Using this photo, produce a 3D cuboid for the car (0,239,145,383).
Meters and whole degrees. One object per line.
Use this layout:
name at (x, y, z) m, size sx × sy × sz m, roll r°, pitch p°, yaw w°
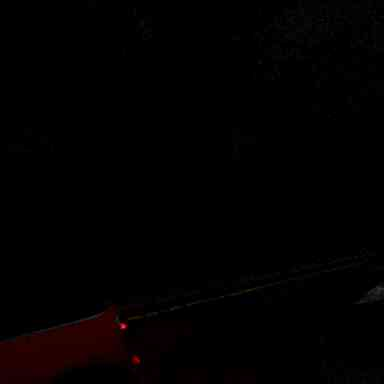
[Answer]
car at (-2.730, 1.353, 2.476) m, size 4.553 × 1.767 × 2.097 m, roll 0°, pitch 0°, yaw -36°
